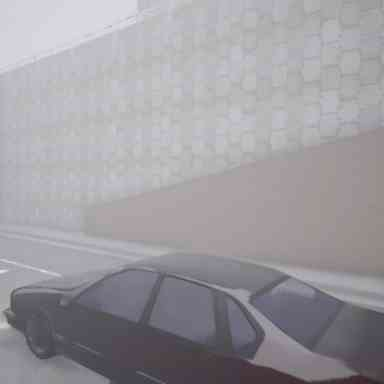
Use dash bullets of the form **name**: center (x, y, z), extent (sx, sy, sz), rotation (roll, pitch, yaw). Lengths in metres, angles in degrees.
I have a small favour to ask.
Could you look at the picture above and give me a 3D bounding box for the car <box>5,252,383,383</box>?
- **car**: center (-0.125, 1.505, 4.073), extent (5.357, 1.411, 2.033), rotation (1, 1, 35)
